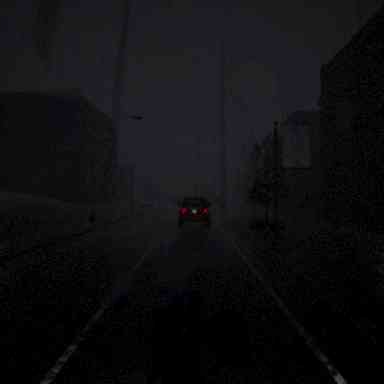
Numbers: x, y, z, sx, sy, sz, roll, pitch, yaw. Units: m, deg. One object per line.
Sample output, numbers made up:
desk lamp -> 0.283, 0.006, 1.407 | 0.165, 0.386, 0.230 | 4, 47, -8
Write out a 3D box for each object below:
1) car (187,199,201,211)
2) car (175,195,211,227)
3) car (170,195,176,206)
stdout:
car -> 0.314, 1.776, 46.366 | 1.882, 1.535, 5.008 | 0, 0, 1
car -> 0.199, 1.342, 23.962 | 2.150, 2.045, 5.566 | 0, 0, 1
car -> -3.084, 1.654, 64.438 | 2.150, 2.045, 5.566 | 0, 0, 1
